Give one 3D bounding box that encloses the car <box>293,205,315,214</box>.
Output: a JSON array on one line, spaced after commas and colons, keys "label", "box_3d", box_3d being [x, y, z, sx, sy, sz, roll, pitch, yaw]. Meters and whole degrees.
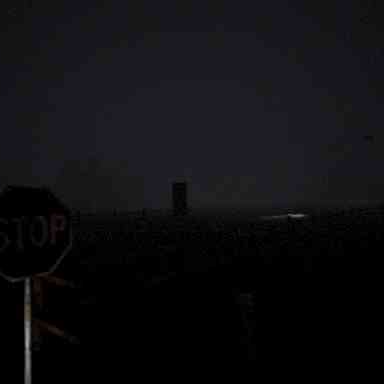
[{"label": "car", "box_3d": [16.212, 2.517, 48.282, 1.895, 1.301, 4.718, -2, -2, 35]}]
